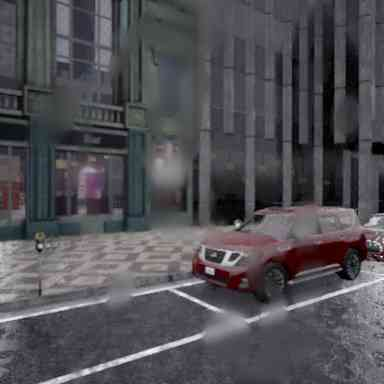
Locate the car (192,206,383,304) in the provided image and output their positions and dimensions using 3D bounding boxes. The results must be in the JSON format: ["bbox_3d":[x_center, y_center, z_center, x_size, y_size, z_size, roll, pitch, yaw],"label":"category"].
[{"bbox_3d":[2.425,1.322,8.377,5.009,1.841,2.192,0,0,-35],"label":"car"}]
